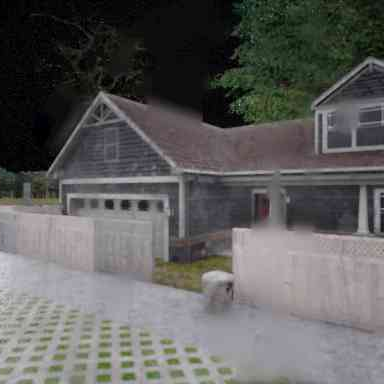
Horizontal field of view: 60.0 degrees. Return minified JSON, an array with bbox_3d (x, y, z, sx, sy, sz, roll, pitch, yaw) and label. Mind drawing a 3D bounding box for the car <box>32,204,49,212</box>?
[{"bbox_3d":[-14.071,1.825,30.349,1.994,1.385,4.181,0,-1,35],"label":"car"}]
